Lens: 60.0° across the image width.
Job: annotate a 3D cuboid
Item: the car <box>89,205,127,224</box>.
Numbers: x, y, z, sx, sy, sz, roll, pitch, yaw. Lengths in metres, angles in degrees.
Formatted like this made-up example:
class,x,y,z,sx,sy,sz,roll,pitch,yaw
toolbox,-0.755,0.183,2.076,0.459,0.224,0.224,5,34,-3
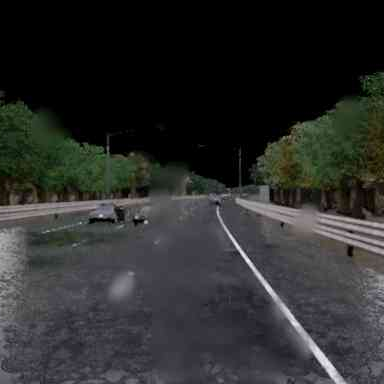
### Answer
class,x,y,z,sx,sy,sz,roll,pitch,yaw
car,-6.333,1.652,25.421,1.994,1.385,4.181,0,0,2

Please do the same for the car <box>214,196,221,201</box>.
class,x,y,z,sx,sy,sz,roll,pitch,yaw
car,7.284,1.935,94.924,1.812,1.442,4.674,0,0,9

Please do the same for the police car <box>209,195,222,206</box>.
class,x,y,z,sx,sy,sz,roll,pitch,yaw
police car,4.066,1.714,60.639,1.930,1.638,5.238,0,0,6

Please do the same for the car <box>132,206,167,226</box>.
class,x,y,z,sx,sy,sz,roll,pitch,yaw
car,-2.899,1.686,23.936,1.895,1.301,4.718,0,0,2

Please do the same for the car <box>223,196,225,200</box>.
class,x,y,z,sx,sy,sz,roll,pitch,yaw
car,5.798,1.608,76.218,2.150,2.045,5.566,0,0,7
